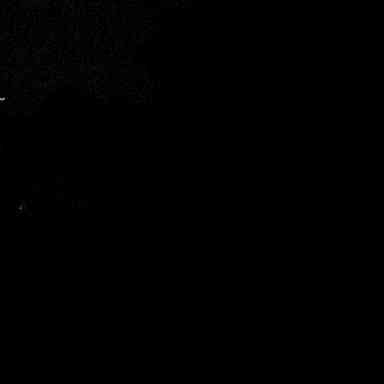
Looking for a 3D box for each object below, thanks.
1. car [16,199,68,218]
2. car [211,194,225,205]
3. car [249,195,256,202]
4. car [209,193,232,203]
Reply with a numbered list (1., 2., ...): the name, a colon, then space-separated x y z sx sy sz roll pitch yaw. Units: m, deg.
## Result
1. car: -14.354 1.496 32.149 2.097 1.767 4.553 -5 -3 39
2. car: 5.507 1.357 56.789 2.033 1.411 5.357 -5 -2 39
3. car: 11.354 1.235 64.163 1.994 1.385 4.181 -5 -2 39
4. car: 5.347 1.079 61.505 1.837 1.490 4.892 -5 -2 39
